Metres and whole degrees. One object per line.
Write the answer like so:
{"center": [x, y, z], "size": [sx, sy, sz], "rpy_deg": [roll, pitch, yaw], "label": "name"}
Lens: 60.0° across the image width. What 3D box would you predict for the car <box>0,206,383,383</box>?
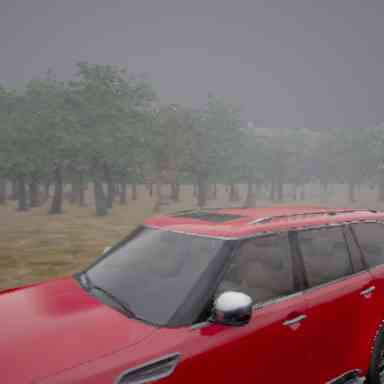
{"center": [0.309, 1.218, 3.550], "size": [5.566, 2.045, 2.150], "rpy_deg": [0, 0, -35], "label": "car"}
